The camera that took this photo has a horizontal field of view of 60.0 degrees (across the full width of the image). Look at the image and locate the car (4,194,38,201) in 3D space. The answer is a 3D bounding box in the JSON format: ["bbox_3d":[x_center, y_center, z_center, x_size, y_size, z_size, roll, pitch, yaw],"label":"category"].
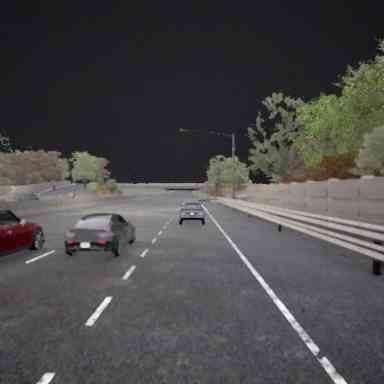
[{"bbox_3d":[-21.059,1.259,41.136,2.150,2.045,5.566,0,0,0],"label":"car"}]

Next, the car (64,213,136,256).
[{"bbox_3d":[-3.400,1.525,12.900,1.812,1.442,4.674,0,0,0],"label":"car"}]

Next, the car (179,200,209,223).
[{"bbox_3d":[0.007,1.555,25.227,2.033,1.411,5.357,0,0,0],"label":"car"}]

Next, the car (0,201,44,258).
[{"bbox_3d":[-6.900,1.351,11.319,2.097,1.767,4.553,0,0,0],"label":"car"}]

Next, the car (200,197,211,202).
[{"bbox_3d":[3.380,1.865,83.605,1.994,1.385,4.181,0,-1,17],"label":"car"}]
